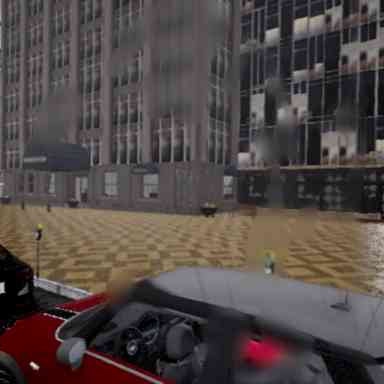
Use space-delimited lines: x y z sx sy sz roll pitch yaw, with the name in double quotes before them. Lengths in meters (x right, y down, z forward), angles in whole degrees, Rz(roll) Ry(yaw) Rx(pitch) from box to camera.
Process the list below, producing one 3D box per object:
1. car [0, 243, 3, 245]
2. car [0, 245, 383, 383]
"car" -4.660 1.477 6.197 4.313 1.339 1.947 1 1 36
"car" -0.069 1.420 2.915 4.097 1.590 1.967 1 1 36
